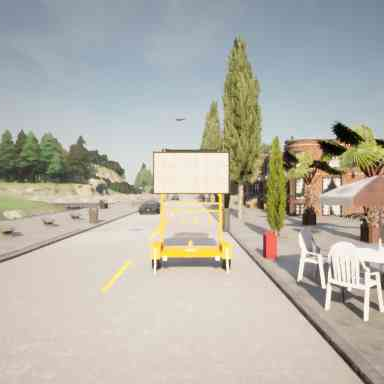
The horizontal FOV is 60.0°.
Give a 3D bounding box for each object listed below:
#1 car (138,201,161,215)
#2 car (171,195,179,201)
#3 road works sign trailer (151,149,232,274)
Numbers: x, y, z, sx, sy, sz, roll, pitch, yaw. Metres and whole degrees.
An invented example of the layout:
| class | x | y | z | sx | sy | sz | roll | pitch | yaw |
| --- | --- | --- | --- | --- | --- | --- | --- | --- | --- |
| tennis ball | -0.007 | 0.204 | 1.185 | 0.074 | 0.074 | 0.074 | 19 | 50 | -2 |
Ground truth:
| class | x | y | z | sx | sy | sz | roll | pitch | yaw |
| --- | --- | --- | --- | --- | --- | --- | --- | --- | --- |
| car | -4.173 | 1.564 | 33.629 | 1.994 | 1.385 | 4.181 | 0 | 0 | 0 |
| car | -4.176 | 1.547 | 83.096 | 2.033 | 1.411 | 5.357 | 0 | 0 | 0 |
| road works sign trailer | -0.022 | 0.464 | 10.529 | 2.380 | 3.560 | 2.880 | 0 | 0 | 0 |
